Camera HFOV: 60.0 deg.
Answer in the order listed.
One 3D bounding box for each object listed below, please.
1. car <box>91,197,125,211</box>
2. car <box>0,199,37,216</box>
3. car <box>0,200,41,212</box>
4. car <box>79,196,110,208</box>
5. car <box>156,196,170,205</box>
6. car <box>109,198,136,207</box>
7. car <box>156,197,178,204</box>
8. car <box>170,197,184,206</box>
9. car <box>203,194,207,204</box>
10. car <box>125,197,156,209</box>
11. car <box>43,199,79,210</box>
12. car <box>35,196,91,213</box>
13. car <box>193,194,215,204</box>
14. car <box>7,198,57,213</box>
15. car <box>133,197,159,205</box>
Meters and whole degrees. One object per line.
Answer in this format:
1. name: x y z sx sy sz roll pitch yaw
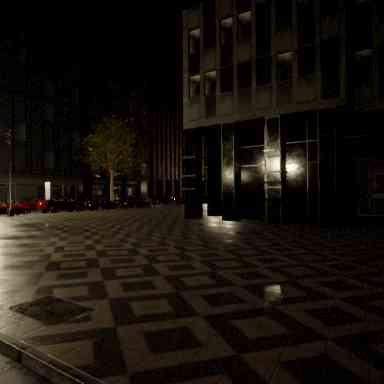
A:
1. car: -10.579 1.526 39.836 1.947 1.339 4.313 -1 0 35
2. car: -16.998 1.577 30.563 1.802 1.307 4.206 -1 0 35
3. car: -20.795 1.644 40.055 1.947 1.339 4.313 -1 0 35
4. car: -14.377 1.486 49.328 1.967 1.590 4.097 -1 0 35
5. car: -5.025 1.492 57.866 1.837 1.490 4.892 -1 -1 35
6. car: -11.165 1.615 53.965 1.802 1.307 4.206 -1 0 35
7. car: -4.745 1.576 63.238 1.947 1.339 4.313 -1 0 35
8. car: -0.951 1.464 53.744 1.887 1.381 4.507 -1 0 35
9. car: 2.258 1.224 58.381 2.192 1.841 5.009 -1 0 35
10. car: -7.370 1.510 44.471 1.947 1.339 4.313 -1 0 35
11. car: -17.585 1.643 44.691 1.802 1.307 4.206 -1 0 35
12. car: -13.790 1.292 35.201 2.192 1.841 5.009 -1 0 35
13. car: 2.339 1.285 63.028 2.097 1.767 4.553 -1 0 35
14. car: -18.460 1.523 38.589 1.882 1.535 5.008 -1 0 35
15. car: -8.052 1.546 58.461 1.752 1.417 4.829 -1 0 35
